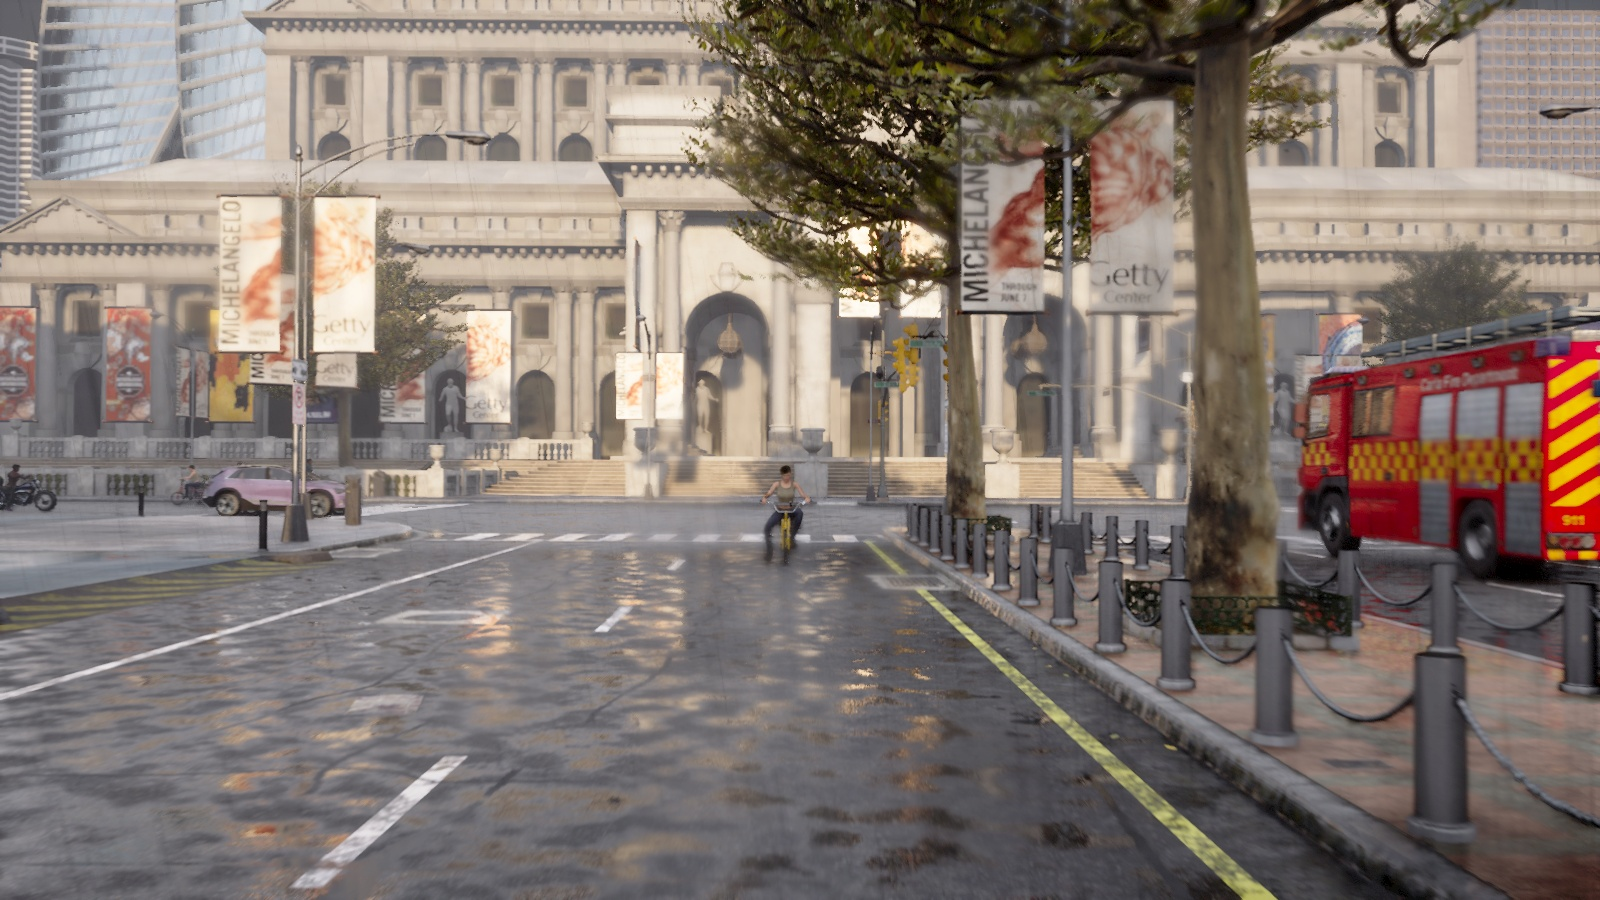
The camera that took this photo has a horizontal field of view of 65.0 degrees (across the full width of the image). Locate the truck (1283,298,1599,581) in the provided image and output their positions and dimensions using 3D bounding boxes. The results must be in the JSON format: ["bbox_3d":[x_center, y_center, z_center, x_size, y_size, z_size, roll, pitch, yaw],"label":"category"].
[{"bbox_3d":[11.262,-0.082,21.196,2.891,3.827,8.468,0,-1,0],"label":"truck"}]

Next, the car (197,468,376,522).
[{"bbox_3d":[-16.202,1.398,39.792,4.856,1.649,2.033,0,-1,2],"label":"car"}]

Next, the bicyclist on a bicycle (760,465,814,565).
[{"bbox_3d":[-0.221,1.062,21.014,0.866,1.612,1.509,0,-1,-1],"label":"bicyclist on a bicycle"}]

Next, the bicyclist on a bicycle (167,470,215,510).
[{"bbox_3d":[-24.419,1.594,50.359,1.509,1.612,0.866,0,-1,0],"label":"bicyclist on a bicycle"}]

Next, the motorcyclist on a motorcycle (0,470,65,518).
[{"bbox_3d":[-26.790,1.513,43.350,2.350,1.649,0.766,0,-1,0],"label":"motorcyclist on a motorcycle"}]
